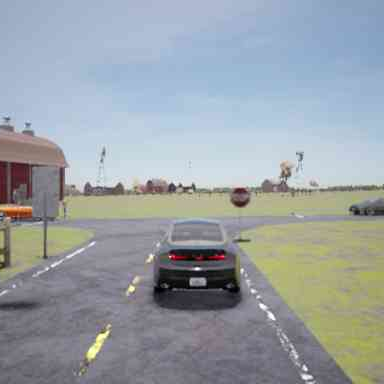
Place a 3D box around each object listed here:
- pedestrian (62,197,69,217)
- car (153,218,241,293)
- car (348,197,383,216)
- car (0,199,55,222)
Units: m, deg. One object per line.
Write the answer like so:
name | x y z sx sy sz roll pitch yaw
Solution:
pedestrian | -11.192 1.285 29.389 0.375 1.860 0.375 0 1 4
car | 0.103 1.443 8.668 1.837 1.490 4.892 0 0 0
car | 14.771 1.123 26.480 4.181 1.385 1.994 -1 0 -3
car | -13.255 1.380 26.429 4.553 1.767 2.097 -1 0 7
